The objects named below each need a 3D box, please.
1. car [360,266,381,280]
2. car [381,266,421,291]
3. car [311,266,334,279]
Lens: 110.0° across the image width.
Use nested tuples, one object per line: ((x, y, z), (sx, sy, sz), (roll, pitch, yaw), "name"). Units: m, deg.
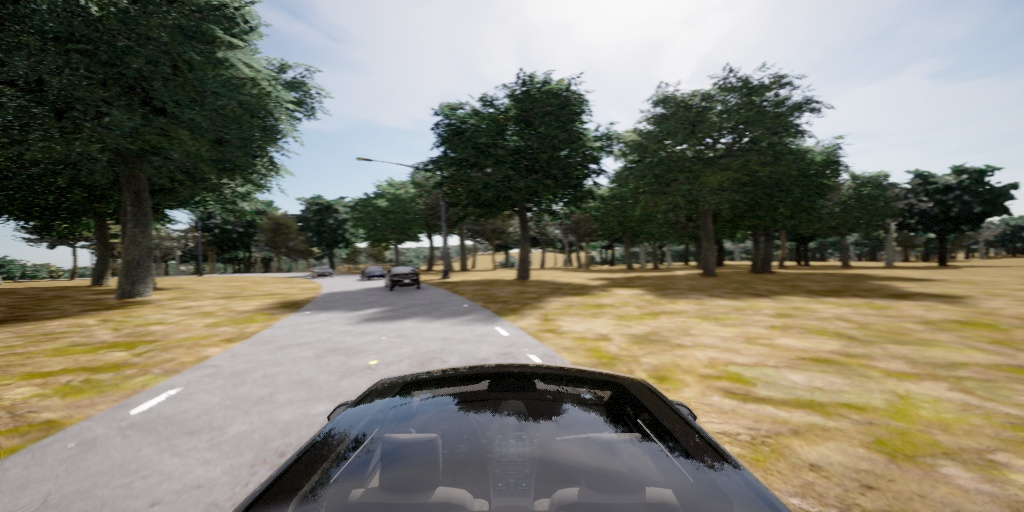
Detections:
((-14.417, 1.704, 37.205), (1.994, 1.385, 4.181), (-3, 1, -33), "car")
((-7.436, 1.406, 24.161), (1.882, 1.535, 5.008), (-2, 0, -24), "car")
((-23.371, 1.965, 44.138), (1.837, 1.490, 4.892), (-2, 0, -38), "car")
